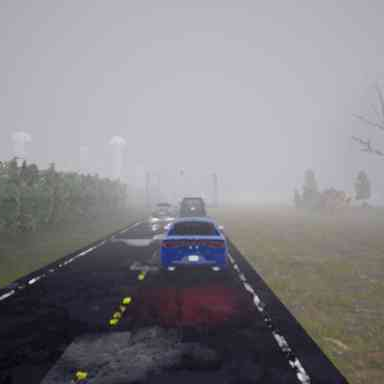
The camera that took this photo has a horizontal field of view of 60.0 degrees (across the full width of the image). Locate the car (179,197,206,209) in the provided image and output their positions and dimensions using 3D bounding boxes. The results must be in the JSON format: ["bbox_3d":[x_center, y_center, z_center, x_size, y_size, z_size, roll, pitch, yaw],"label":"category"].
[{"bbox_3d":[0.051,1.437,28.589,2.150,2.045,5.566,0,-1,0],"label":"car"}]

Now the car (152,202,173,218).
[{"bbox_3d":[-2.877,1.785,33.775,1.812,1.442,4.674,0,0,0],"label":"car"}]

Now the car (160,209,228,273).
[{"bbox_3d":[0.058,1.559,10.981,1.882,1.535,5.008,0,0,0],"label":"car"}]
